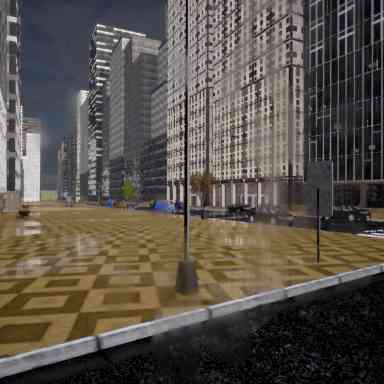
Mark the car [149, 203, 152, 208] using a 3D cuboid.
[{"bbox_3d":[-7.035,2.558,66.386,1.837,1.490,4.892,0,-1,-26],"label":"car"}]

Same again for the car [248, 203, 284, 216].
[{"bbox_3d":[8.737,2.068,39.714,1.947,1.339,4.313,-1,-1,-26],"label":"car"}]

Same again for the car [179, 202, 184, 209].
[{"bbox_3d":[-2.410,2.382,56.838,1.812,1.442,4.674,0,-1,-26],"label":"car"}]

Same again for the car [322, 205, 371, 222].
[{"bbox_3d":[13.635,1.854,29.587,2.008,1.369,4.403,-1,-1,-26],"label":"car"}]

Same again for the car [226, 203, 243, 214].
[{"bbox_3d":[6.288,2.168,44.777,1.947,1.339,4.313,-1,-1,-26],"label":"car"}]

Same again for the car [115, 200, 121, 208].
[{"bbox_3d":[-13.428,2.602,66.291,1.752,1.417,4.829,-1,-1,-26],"label":"car"}]

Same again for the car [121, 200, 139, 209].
[{"bbox_3d":[-11.052,2.525,61.380,2.008,1.369,4.403,-1,-1,-26],"label":"car"}]

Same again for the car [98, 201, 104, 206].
[{"bbox_3d":[-23.297,3.053,86.695,1.887,1.381,4.507,-1,-1,-26],"label":"car"}]

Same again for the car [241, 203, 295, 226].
[{"bbox_3d":[6.091,1.813,25.938,2.008,1.369,4.403,-1,-1,-26],"label":"car"}]

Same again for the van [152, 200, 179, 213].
[{"bbox_3d":[-3.709,2.005,46.194,1.690,1.788,3.998,-1,-1,-26],"label":"van"}]

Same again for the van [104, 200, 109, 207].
[{"bbox_3d":[-18.403,2.634,76.571,1.690,1.788,3.998,-1,-1,-26],"label":"van"}]

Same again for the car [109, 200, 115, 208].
[{"bbox_3d":[-15.950,2.731,71.507,1.887,1.381,4.507,-1,-1,-26],"label":"car"}]

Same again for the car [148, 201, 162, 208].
[{"bbox_3d":[-8.406,2.808,75.155,1.802,1.307,4.206,-1,-1,-26],"label":"car"}]
